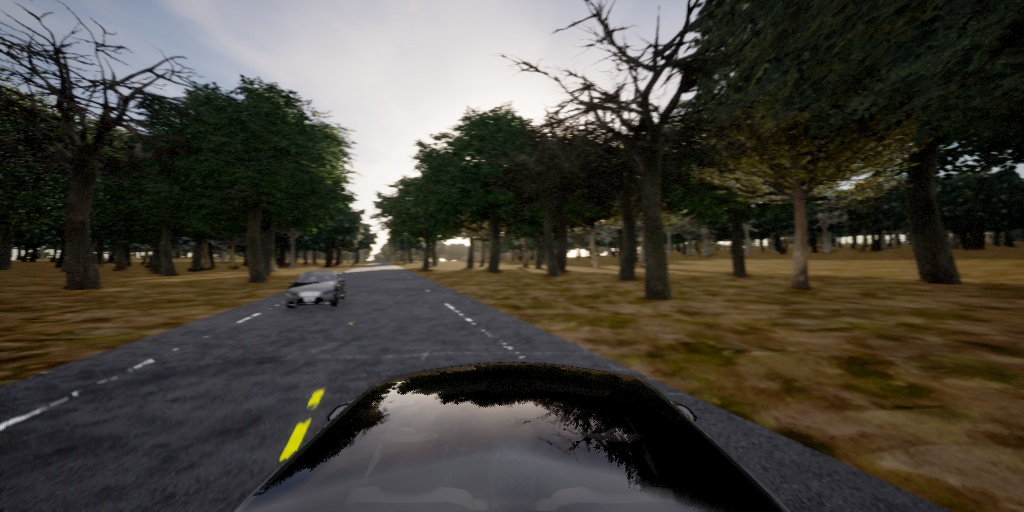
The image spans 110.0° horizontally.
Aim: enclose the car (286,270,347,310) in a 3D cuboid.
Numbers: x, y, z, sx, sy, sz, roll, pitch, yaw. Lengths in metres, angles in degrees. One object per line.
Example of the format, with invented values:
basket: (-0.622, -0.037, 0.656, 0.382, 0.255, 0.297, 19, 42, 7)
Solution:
car: (-8.604, 1.414, 16.082, 2.128, 1.511, 4.902, -1, 0, -20)
